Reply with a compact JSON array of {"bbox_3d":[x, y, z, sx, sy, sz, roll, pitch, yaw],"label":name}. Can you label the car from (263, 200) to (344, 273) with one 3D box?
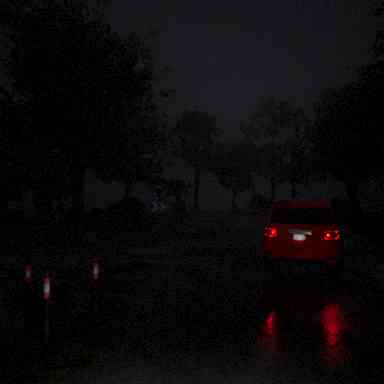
[{"bbox_3d":[3.836,1.289,11.247,2.150,2.045,5.566,0,0,22],"label":"car"}]
